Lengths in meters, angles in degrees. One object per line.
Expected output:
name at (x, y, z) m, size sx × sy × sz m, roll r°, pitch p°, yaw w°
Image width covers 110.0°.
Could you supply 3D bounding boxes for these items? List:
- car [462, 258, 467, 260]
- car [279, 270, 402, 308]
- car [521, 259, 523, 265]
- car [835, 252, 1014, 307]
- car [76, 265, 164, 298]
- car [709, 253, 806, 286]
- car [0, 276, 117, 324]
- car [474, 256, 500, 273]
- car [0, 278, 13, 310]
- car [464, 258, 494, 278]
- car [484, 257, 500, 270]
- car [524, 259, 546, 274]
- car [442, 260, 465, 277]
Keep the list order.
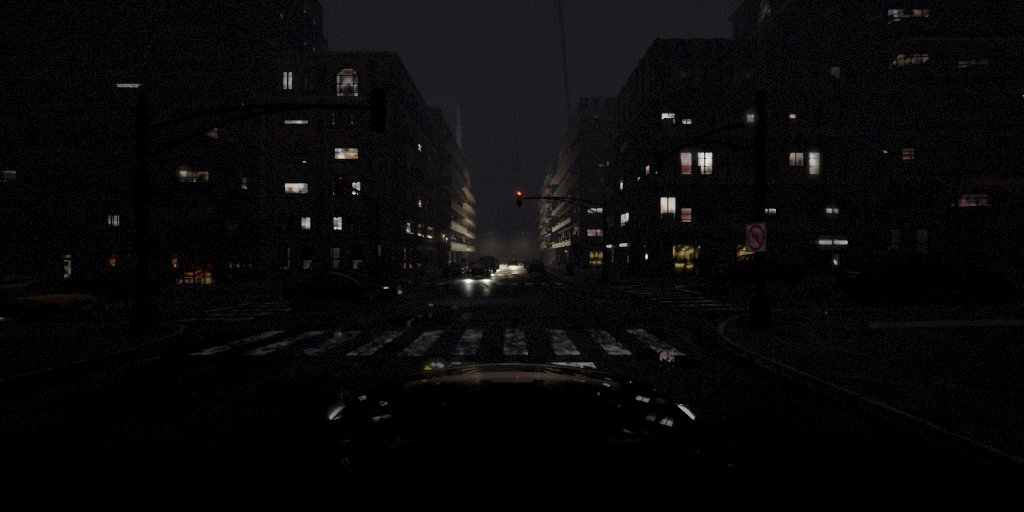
car at (-5.612, 1.283, 40.630) m, size 1.751 × 1.417 × 4.829 m, roll 0°, pitch 0°, yaw 0°
car at (-7.309, 1.355, 15.474) m, size 4.902 × 1.511 × 2.128 m, roll -1°, pitch 0°, yaw 0°
car at (2.803, 1.348, 57.832) m, size 1.802 × 1.307 × 4.207 m, roll 0°, pitch 0°, yaw 0°
car at (14.733, 0.775, 13.032) m, size 5.009 × 1.841 × 2.192 m, roll 0°, pitch 0°, yaw 0°
car at (-23.560, 1.462, 21.123) m, size 5.009 × 1.841 × 2.192 m, roll 0°, pitch 0°, yaw 0°
car at (14.615, 0.759, 21.412) m, size 5.009 × 1.841 × 2.192 m, roll 0°, pitch 0°, yaw 0°
car at (-17.608, 1.585, 12.815) m, size 4.829 × 1.417 × 1.751 m, roll 0°, pitch 0°, yaw 0°
car at (-3.014, 0.981, 44.083) m, size 2.150 × 2.045 × 5.566 m, roll 0°, pitch 0°, yaw 0°
car at (-24.861, 1.748, 15.359) m, size 4.181 × 1.385 × 1.994 m, roll -1°, pitch 0°, yaw 0°
car at (-3.036, 1.233, 34.102) m, size 1.882 × 1.535 × 5.008 m, roll 0°, pitch 0°, yaw 0°
car at (-2.979, 1.116, 54.416) m, size 2.097 × 1.767 × 4.553 m, roll 0°, pitch 0°, yaw 0°
car at (2.769, 1.198, 40.785) m, size 1.967 × 1.591 × 4.097 m, roll 0°, pitch 0°, yaw 0°
car at (-5.623, 1.322, 35.117) m, size 1.948 × 1.339 × 4.313 m, roll 0°, pitch 0°, yaw 0°
